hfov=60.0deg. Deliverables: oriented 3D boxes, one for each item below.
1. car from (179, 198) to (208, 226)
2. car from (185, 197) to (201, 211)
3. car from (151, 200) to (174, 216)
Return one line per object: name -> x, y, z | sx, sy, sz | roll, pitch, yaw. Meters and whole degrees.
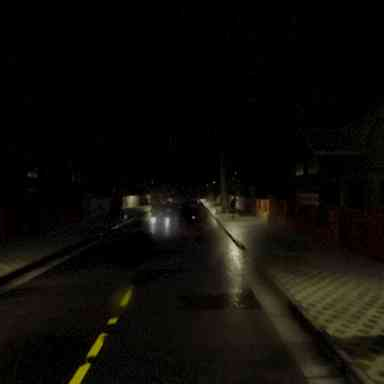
car -> 0.102, 1.434, 23.328 | 1.882, 1.535, 5.008 | 0, 0, 0
car -> 0.115, 1.444, 41.316 | 1.812, 1.442, 4.674 | 0, 0, 0
car -> -2.745, 1.486, 31.716 | 2.033, 1.411, 5.357 | 0, 0, 0
